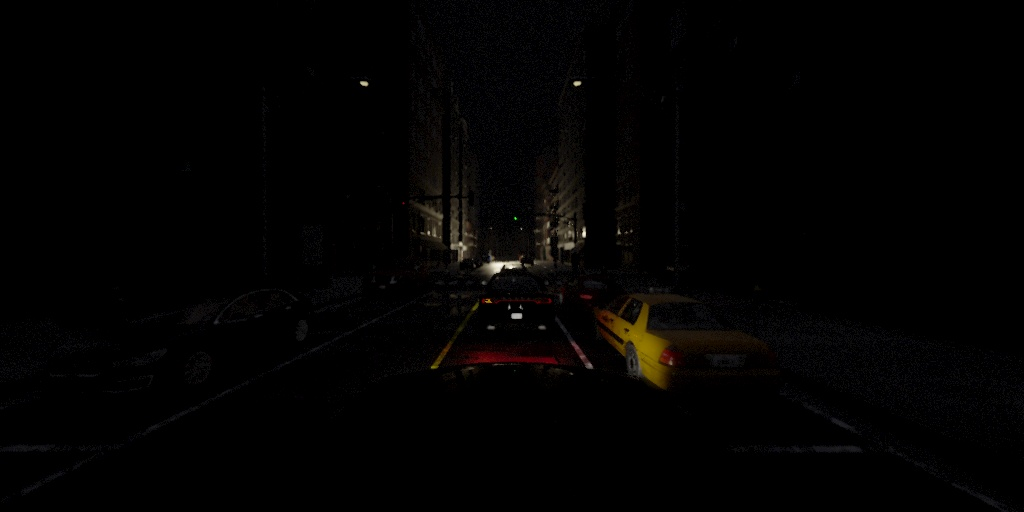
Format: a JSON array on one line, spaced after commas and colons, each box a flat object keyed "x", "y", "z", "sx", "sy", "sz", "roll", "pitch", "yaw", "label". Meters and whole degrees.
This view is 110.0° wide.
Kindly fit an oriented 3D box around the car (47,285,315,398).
[{"x": -5.387, "y": 1.265, "z": 6.570, "sx": 2.007, "sy": 1.370, "sz": 4.403, "roll": 0, "pitch": 0, "yaw": 0, "label": "car"}]

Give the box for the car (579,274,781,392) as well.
[{"x": 2.638, "y": 1.240, "z": 6.731, "sx": 1.751, "sy": 1.417, "sz": 4.829, "roll": 0, "pitch": 0, "yaw": 0, "label": "car"}]

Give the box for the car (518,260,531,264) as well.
[{"x": 0.104, "y": 1.186, "z": 24.724, "sx": 1.895, "sy": 1.301, "sz": 4.718, "roll": 0, "pitch": 0, "yaw": 0, "label": "car"}]

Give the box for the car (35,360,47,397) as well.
[{"x": -5.387, "y": 1.304, "z": 1.157, "sx": 2.007, "sy": 1.370, "sz": 4.403, "roll": 0, "pitch": 0, "yaw": 0, "label": "car"}]

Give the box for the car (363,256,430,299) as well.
[{"x": -5.386, "y": 0.950, "z": 17.395, "sx": 2.192, "sy": 1.841, "sz": 5.009, "roll": 0, "pitch": 0, "yaw": 0, "label": "car"}]

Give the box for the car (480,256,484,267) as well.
[{"x": -5.385, "y": 0.946, "z": 49.312, "sx": 1.888, "sy": 1.381, "sz": 4.507, "roll": 0, "pitch": 0, "yaw": 0, "label": "car"}]

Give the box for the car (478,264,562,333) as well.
[{"x": 0.101, "y": 1.164, "z": 10.489, "sx": 1.882, "sy": 1.535, "sz": 5.008, "roll": 0, "pitch": 1, "yaw": 0, "label": "car"}]

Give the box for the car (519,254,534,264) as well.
[{"x": 2.641, "y": 0.758, "z": 60.212, "sx": 1.967, "sy": 1.591, "sz": 4.097, "roll": 0, "pitch": 0, "yaw": 0, "label": "car"}]

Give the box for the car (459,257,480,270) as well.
[{"x": -5.385, "y": 0.993, "z": 43.858, "sx": 2.007, "sy": 1.370, "sz": 4.403, "roll": 0, "pitch": 0, "yaw": 0, "label": "car"}]

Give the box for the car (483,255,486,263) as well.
[{"x": -5.384, "y": 0.886, "z": 54.596, "sx": 1.751, "sy": 1.417, "sz": 4.829, "roll": 0, "pitch": 0, "yaw": 0, "label": "car"}]

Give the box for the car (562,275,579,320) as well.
[{"x": 2.638, "y": 1.257, "z": 11.973, "sx": 1.802, "sy": 1.307, "sz": 4.207, "roll": 0, "pitch": 0, "yaw": 0, "label": "car"}]
